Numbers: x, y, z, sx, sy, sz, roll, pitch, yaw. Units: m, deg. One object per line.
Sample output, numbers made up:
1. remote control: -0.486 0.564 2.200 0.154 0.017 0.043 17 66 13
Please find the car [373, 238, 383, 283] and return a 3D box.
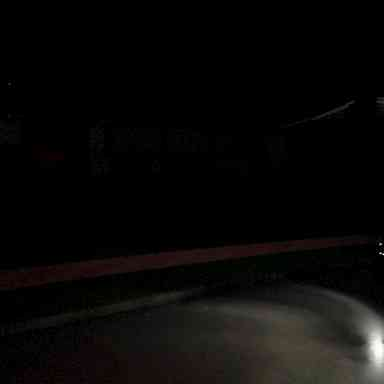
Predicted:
1. car: 6.589 1.184 7.384 5.566 2.045 2.150 0 0 -26
